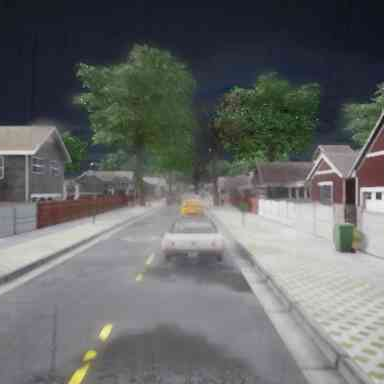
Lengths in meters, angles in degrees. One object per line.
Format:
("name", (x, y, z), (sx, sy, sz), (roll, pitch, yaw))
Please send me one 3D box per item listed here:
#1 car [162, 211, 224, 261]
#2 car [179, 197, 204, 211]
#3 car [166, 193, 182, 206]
("car", (0.056, 1.574, 12.161), (1.895, 1.301, 4.718), (0, 0, 0))
("car", (0.061, 1.420, 30.098), (1.882, 1.535, 5.008), (0, 0, 0))
("car", (-2.838, 1.127, 53.570), (2.150, 2.045, 5.566), (0, 0, 0))
